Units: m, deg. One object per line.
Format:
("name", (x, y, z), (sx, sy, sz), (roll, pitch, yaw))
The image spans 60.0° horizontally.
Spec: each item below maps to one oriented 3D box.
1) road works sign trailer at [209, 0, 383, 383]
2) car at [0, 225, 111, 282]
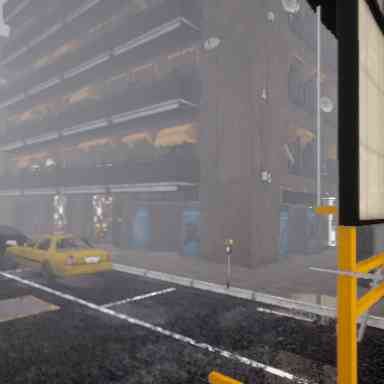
("road works sign trailer", (1.321, 0.624, 2.635), (2.880, 3.560, 2.380), (-1, -3, 40))
("car", (-4.670, 1.974, 11.168), (4.829, 1.417, 1.752), (-1, -4, 40))
